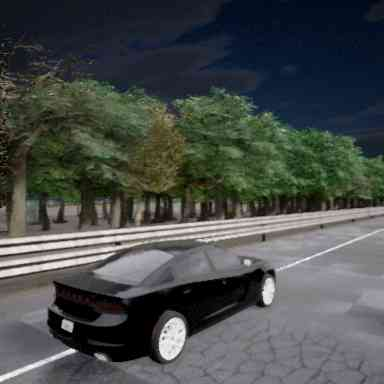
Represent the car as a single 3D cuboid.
[{"bbox_3d":[-0.095,1.653,6.323,1.882,1.535,5.008,-1,-2,39],"label":"car"}]
